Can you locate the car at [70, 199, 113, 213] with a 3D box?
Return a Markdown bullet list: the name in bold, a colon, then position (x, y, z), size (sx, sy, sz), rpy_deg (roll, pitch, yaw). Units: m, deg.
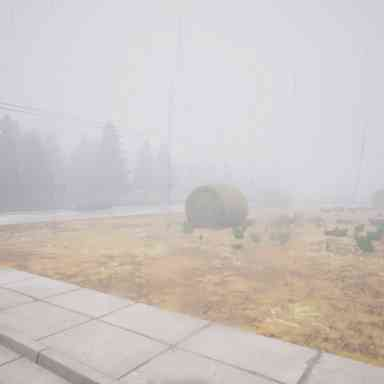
- **car**: position (-11.182, 1.514, 37.203), size (2.128, 1.511, 4.902), rpy_deg (0, 0, 37)
